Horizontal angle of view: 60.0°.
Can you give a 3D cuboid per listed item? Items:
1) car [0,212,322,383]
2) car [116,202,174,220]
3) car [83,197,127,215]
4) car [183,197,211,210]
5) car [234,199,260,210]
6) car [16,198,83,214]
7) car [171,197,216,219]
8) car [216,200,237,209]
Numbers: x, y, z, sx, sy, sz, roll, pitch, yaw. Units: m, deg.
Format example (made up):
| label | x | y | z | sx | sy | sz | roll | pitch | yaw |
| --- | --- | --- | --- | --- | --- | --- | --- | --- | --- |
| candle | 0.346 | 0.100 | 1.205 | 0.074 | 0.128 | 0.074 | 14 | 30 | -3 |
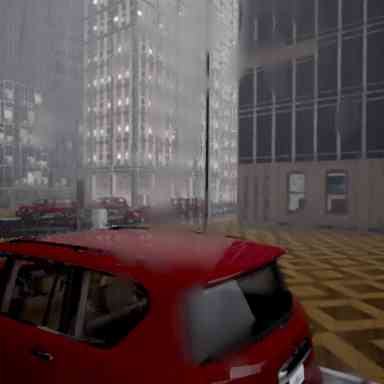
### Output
| label | x | y | z | sx | sy | sz | roll | pitch | yaw |
| --- | --- | --- | --- | --- | --- | --- | --- | --- | --- |
| car | -1.248 | 1.332 | 3.596 | 5.009 | 1.841 | 2.192 | 0 | 1 | 36 |
| car | -3.730 | 1.774 | 27.045 | 1.802 | 1.307 | 4.206 | 1 | 0 | 35 |
| car | -8.777 | 1.436 | 33.988 | 2.192 | 1.841 | 5.009 | 1 | 0 | 35 |
| car | 0.766 | 1.582 | 47.288 | 1.967 | 1.590 | 4.097 | 1 | 0 | 35 |
| car | 8.022 | 1.761 | 48.128 | 1.994 | 1.385 | 4.181 | 1 | 0 | 36 |
| car | -12.448 | 1.428 | 28.830 | 2.192 | 1.841 | 5.009 | 1 | 0 | 35 |
| car | -0.227 | 1.515 | 31.964 | 2.192 | 1.841 | 5.009 | 1 | 0 | 35 |
| car | 4.573 | 1.770 | 48.210 | 1.895 | 1.301 | 4.718 | 1 | 0 | 36 |
